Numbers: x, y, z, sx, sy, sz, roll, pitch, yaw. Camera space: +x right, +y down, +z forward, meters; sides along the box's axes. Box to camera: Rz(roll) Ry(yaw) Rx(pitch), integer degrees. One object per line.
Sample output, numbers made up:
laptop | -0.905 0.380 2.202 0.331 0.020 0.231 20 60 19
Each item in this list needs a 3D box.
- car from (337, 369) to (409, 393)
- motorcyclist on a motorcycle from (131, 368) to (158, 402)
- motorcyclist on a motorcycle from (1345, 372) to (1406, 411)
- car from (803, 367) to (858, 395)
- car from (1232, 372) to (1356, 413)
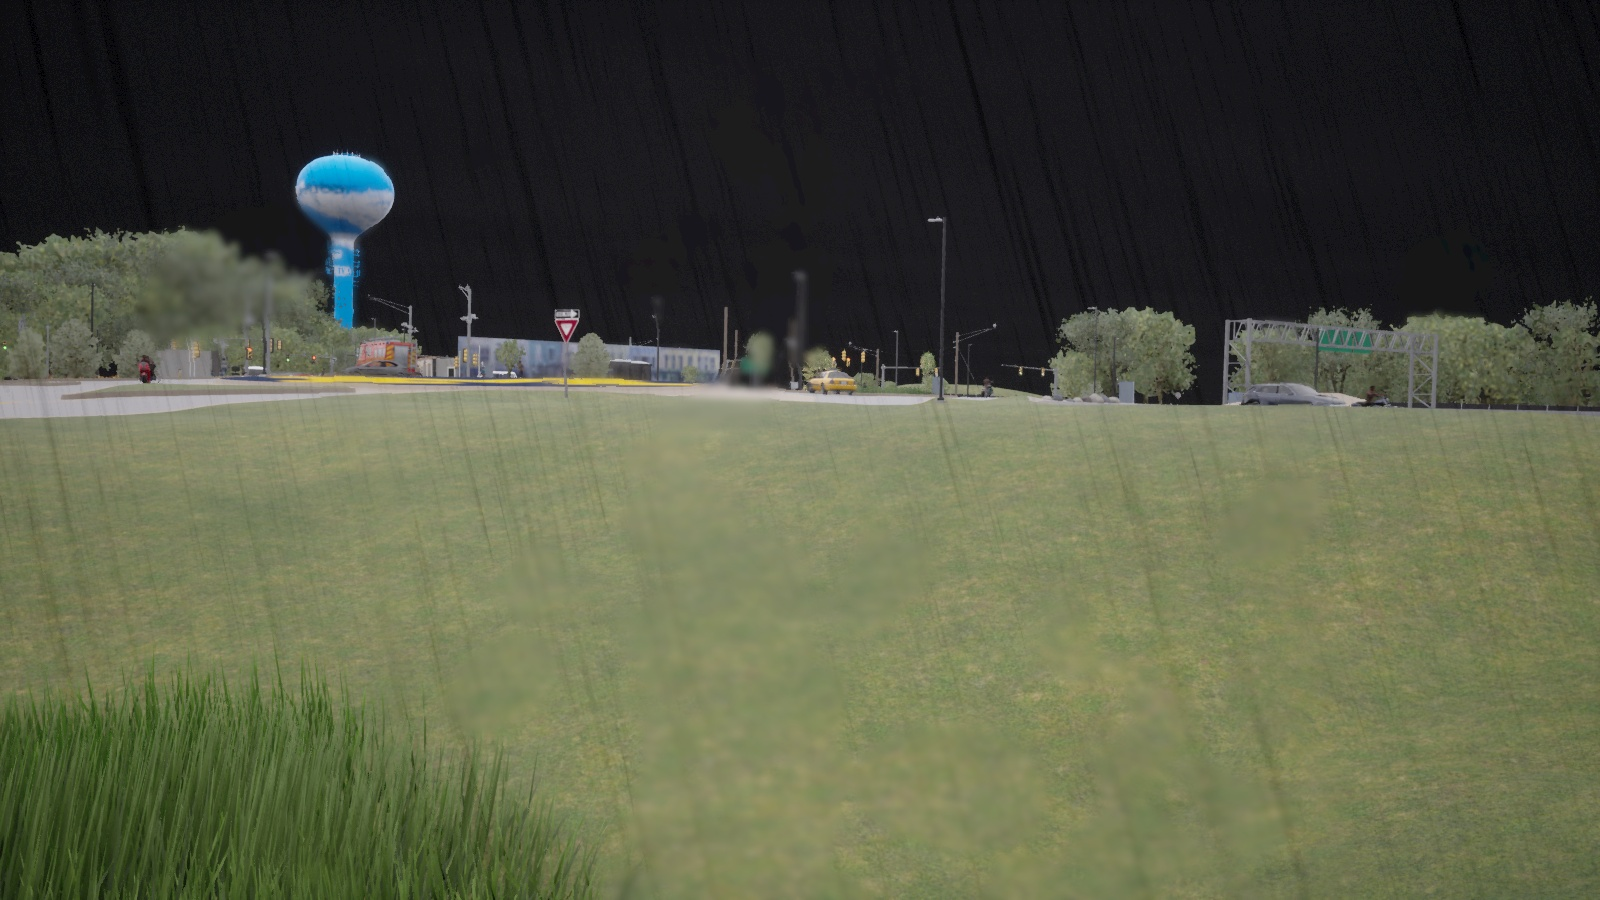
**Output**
car | -28.128 -4.563 82.694 4.193 1.474 1.816 -2 2 -27
motorcyclist on a motorcycle | -30.855 -3.076 59.154 0.797 1.523 2.044 -4 5 -21
motorcyclist on a motorcycle | 25.510 -2.611 55.711 0.766 1.649 2.350 -2 5 -34
car | 1.791 -4.132 75.040 1.801 1.575 5.366 0 3 -15
car | 21.641 -2.584 55.225 2.033 1.649 4.856 -3 5 -29
